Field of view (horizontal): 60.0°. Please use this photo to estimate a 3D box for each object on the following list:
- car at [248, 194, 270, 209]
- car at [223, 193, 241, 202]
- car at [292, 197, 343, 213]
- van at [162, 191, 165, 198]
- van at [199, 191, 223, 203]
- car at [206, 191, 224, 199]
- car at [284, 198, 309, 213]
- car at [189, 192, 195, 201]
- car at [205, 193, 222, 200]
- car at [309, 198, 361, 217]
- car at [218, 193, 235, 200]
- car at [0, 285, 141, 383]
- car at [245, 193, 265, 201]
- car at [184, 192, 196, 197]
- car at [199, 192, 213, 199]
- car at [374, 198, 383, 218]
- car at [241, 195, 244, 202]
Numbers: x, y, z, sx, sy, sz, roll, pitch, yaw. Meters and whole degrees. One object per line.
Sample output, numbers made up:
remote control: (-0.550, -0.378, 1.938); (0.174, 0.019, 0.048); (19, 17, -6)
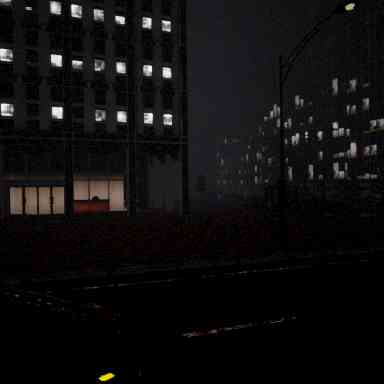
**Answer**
car: (8.948, 1.332, 40.033); (1.947, 1.339, 4.313); (0, 1, -20)
car: (7.817, 1.024, 60.178); (1.812, 1.442, 4.674); (-1, 1, -20)
car: (13.322, 1.321, 35.739); (2.033, 1.411, 5.357); (-1, 1, -20)
van: (-6.572, 0.688, 82.767); (1.690, 1.788, 3.998); (0, 1, -20)
van: (3.160, 0.952, 56.067); (1.690, 1.788, 3.998); (0, 1, -20)
car: (5.194, 0.634, 74.955); (2.192, 1.841, 5.009); (0, 1, -20)
car: (10.839, 1.399, 34.674); (1.802, 1.307, 4.206); (0, 1, -20)
car: (-0.733, 1.056, 66.749); (2.008, 1.369, 4.403); (0, 1, -20)
car: (4.380, 0.931, 69.607); (1.812, 1.442, 4.674); (-1, 1, -20)
car: (12.769, 1.434, 29.325); (1.947, 1.339, 4.313); (0, 1, -20)
car: (7.141, 0.954, 69.618); (1.802, 1.307, 4.206); (0, 1, -20)
car: (-2.749, 1.527, 2.518); (4.674, 1.442, 1.812); (0, 0, -21)
car: (9.794, 1.228, 45.430); (2.033, 1.411, 5.357); (-1, 1, -20)
car: (-0.644, 0.711, 90.977); (2.008, 1.369, 4.403); (0, 1, -20)
car: (3.248, 0.706, 80.296); (1.967, 1.590, 4.097); (0, 1, -20)
car: (16.851, 1.216, 26.095); (2.097, 1.767, 4.553); (-1, 1, -21)
car: (11.034, 1.060, 58.938); (1.802, 1.307, 4.206); (0, 1, -20)
